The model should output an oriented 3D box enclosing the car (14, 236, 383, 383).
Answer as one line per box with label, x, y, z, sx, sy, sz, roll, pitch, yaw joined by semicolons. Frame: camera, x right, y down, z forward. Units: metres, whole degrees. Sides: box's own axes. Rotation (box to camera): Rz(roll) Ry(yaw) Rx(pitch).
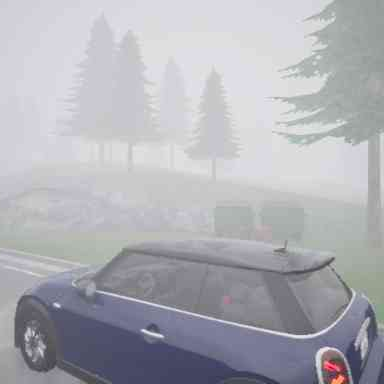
car;-0.222;1.353;4.144;4.553;1.767;2.097;0;0;36
